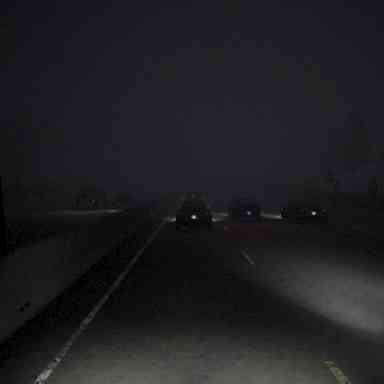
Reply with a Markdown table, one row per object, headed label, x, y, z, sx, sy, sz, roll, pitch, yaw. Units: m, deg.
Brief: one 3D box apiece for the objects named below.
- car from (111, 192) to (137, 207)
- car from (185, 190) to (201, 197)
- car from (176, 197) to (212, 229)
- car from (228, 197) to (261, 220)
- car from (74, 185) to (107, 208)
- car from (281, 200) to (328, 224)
| label | x | y | z | sx | sy | sz | roll | pitch | yaw |
| --- | --- | --- | --- | --- | --- | --- | --- | --- | --- |
| car | -6.995 | 0.668 | 34.905 | 2.033 | 1.411 | 5.357 | 0 | 2 | 0 |
| car | 0.106 | 0.435 | 42.034 | 2.163 | 1.488 | 4.792 | 0 | 4 | 0 |
| car | 0.103 | 1.223 | 19.013 | 1.994 | 1.385 | 4.181 | 0 | 1 | 0 |
| car | 3.603 | 1.109 | 23.325 | 1.812 | 1.442 | 4.674 | 0 | 1 | 0 |
| car | -10.495 | 0.355 | 34.863 | 2.150 | 2.045 | 5.566 | 0 | 2 | 0 |
| car | 7.103 | 1.180 | 21.393 | 1.994 | 1.385 | 4.181 | 0 | 1 | 0 |
